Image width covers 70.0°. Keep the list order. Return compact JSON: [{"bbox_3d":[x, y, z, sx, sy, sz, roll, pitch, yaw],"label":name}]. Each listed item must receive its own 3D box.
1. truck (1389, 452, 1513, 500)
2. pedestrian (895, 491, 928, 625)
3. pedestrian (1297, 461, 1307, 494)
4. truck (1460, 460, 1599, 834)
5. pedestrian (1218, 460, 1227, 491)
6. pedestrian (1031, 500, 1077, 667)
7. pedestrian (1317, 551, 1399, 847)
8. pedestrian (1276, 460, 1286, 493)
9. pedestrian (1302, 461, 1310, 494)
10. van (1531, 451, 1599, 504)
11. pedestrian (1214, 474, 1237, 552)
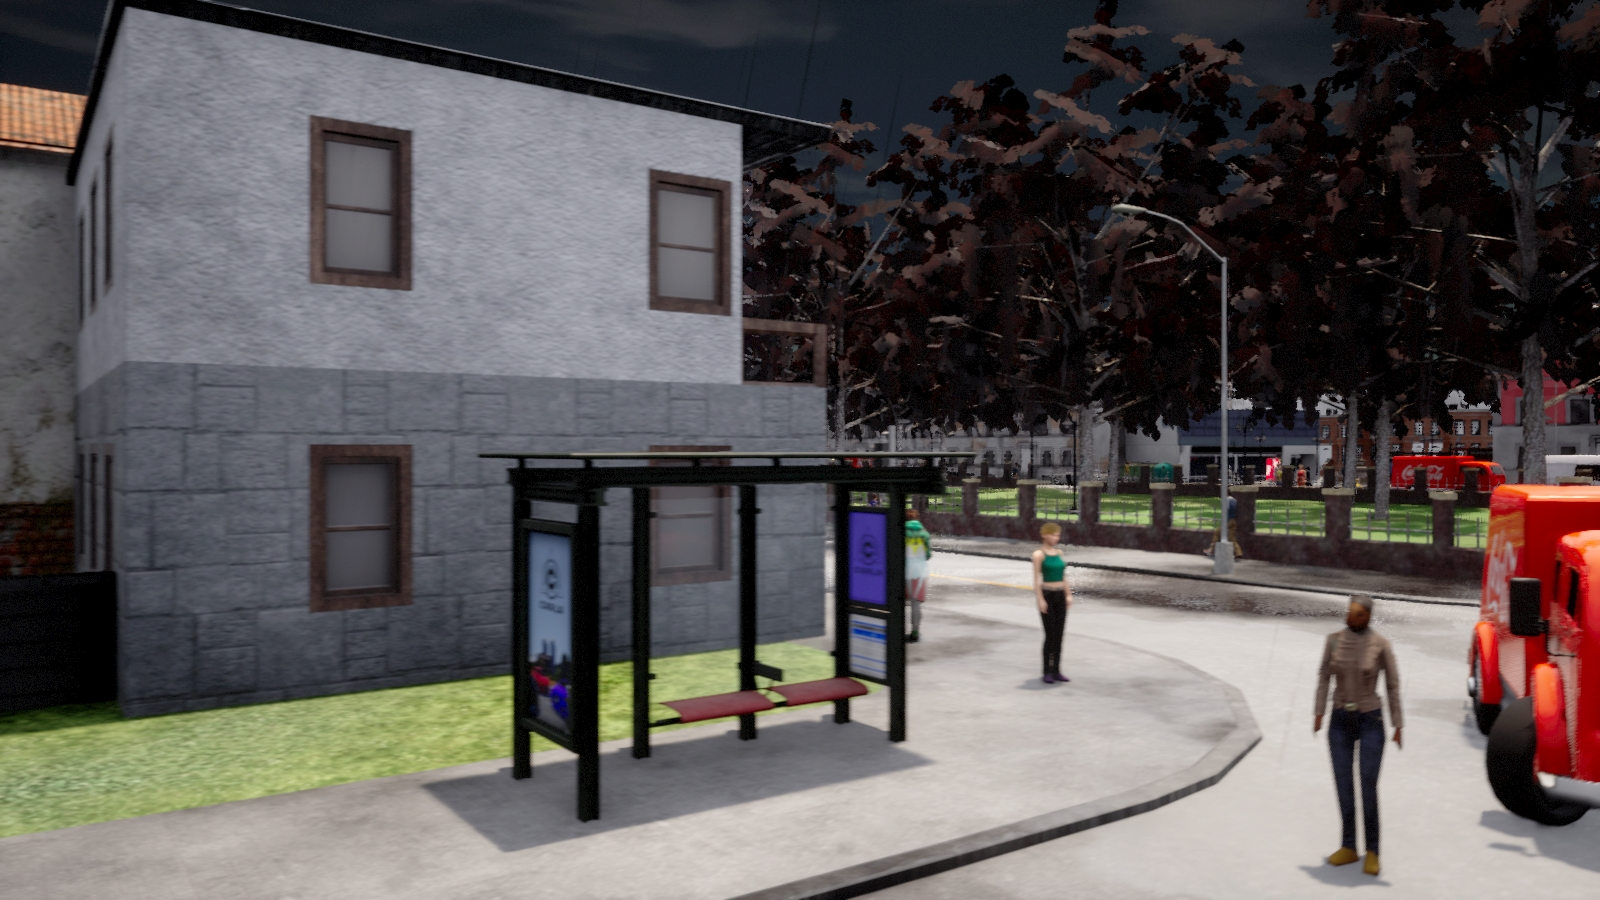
[{"bbox_3d":[35.243,1.348,61.965,2.627,2.467,5.204,0,0,-35],"label":"truck"},{"bbox_3d":[1.585,1.516,16.219,0.375,1.860,0.375,0,0,-12],"label":"pedestrian"},{"bbox_3d":[28.063,1.522,63.897,0.375,1.860,0.375,0,0,-28],"label":"pedestrian"},{"bbox_3d":[7.235,1.348,9.642,2.627,2.467,5.204,0,0,27],"label":"truck"},{"bbox_3d":[25.150,1.525,67.993,0.375,1.860,0.375,0,0,-35],"label":"pedestrian"},{"bbox_3d":[2.923,1.516,13.139,0.375,1.860,0.375,0,0,-20],"label":"pedestrian"},{"bbox_3d":[3.722,1.629,7.619,0.375,1.860,0.375,0,0,-41],"label":"pedestrian"},{"bbox_3d":[27.340,1.524,64.937,0.375,1.860,0.375,0,0,-37],"label":"pedestrian"},{"bbox_3d":[28.483,1.526,64.348,0.375,1.860,0.375,0,0,33],"label":"pedestrian"},{"bbox_3d":[39.488,1.315,55.939,1.988,2.561,5.915,0,0,-35],"label":"van"},{"bbox_3d":[10.378,1.526,27.860,0.375,1.860,0.375,0,0,-35],"label":"pedestrian"}]
